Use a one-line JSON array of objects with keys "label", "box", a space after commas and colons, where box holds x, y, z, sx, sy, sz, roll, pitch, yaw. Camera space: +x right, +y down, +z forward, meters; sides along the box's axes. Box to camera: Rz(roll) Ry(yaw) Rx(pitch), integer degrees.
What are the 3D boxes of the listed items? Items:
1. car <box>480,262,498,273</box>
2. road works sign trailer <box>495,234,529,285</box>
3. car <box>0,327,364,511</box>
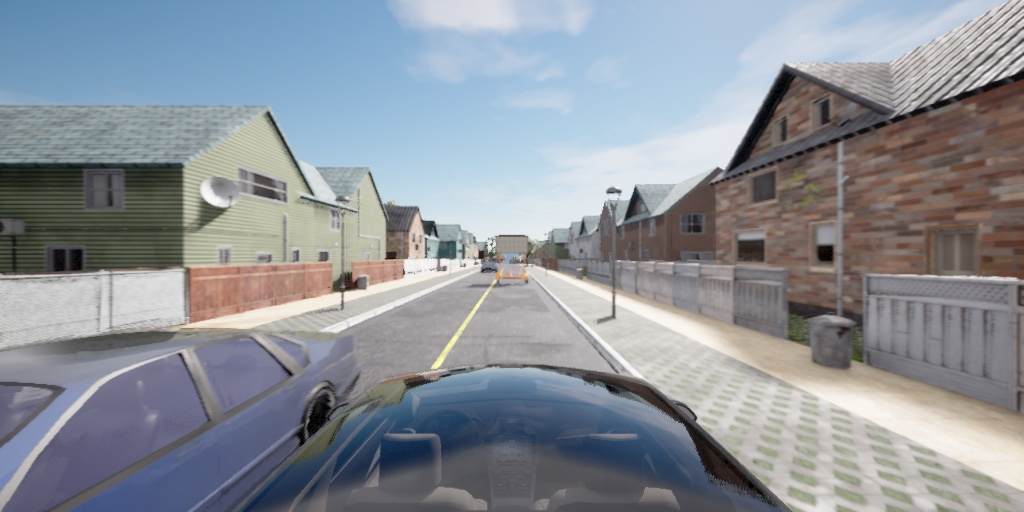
[{"label": "car", "box": [-2.833, 1.390, 44.828, 1.994, 1.385, 4.181, 0, 0, 0]}, {"label": "road works sign trailer", "box": [0.003, 0.231, 25.870, 2.380, 3.560, 2.880, 0, 0, 0]}, {"label": "car", "box": [-2.849, 1.297, 2.343, 2.033, 1.411, 5.357, 0, 0, 0]}]
